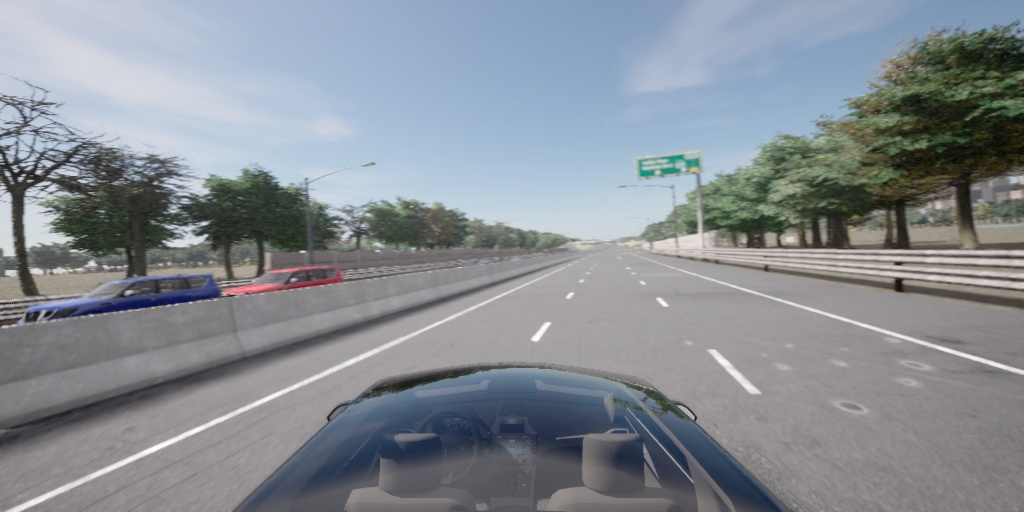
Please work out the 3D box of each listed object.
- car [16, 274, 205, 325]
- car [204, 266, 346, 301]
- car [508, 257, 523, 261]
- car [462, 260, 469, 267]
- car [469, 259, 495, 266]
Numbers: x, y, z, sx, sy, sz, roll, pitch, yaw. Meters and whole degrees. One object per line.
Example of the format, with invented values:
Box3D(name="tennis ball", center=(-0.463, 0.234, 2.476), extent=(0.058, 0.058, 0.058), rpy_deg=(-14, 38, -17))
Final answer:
Box3D(name="car", center=(-14.428, 1.841, 13.849), extent=(2.150, 2.045, 5.566), rpy_deg=(-4, 0, 15))
Box3D(name="car", center=(-10.123, 1.559, 16.424), extent=(2.150, 2.045, 5.566), rpy_deg=(-4, 0, 15))
Box3D(name="car", center=(0.650, 0.920, 55.994), extent=(2.128, 1.511, 4.902), rpy_deg=(-4, 0, 16))
Box3D(name="car", center=(-6.331, 1.374, 56.951), extent=(1.837, 1.490, 4.892), rpy_deg=(-4, 0, 16))
Box3D(name="car", center=(-3.924, 1.233, 52.565), extent=(2.128, 1.511, 4.902), rpy_deg=(-4, 0, 16))
